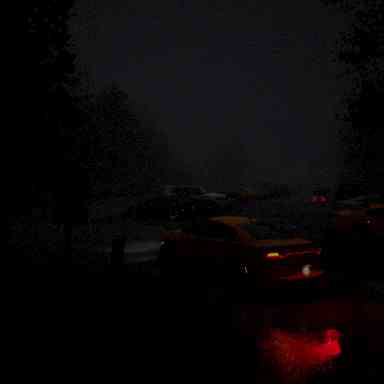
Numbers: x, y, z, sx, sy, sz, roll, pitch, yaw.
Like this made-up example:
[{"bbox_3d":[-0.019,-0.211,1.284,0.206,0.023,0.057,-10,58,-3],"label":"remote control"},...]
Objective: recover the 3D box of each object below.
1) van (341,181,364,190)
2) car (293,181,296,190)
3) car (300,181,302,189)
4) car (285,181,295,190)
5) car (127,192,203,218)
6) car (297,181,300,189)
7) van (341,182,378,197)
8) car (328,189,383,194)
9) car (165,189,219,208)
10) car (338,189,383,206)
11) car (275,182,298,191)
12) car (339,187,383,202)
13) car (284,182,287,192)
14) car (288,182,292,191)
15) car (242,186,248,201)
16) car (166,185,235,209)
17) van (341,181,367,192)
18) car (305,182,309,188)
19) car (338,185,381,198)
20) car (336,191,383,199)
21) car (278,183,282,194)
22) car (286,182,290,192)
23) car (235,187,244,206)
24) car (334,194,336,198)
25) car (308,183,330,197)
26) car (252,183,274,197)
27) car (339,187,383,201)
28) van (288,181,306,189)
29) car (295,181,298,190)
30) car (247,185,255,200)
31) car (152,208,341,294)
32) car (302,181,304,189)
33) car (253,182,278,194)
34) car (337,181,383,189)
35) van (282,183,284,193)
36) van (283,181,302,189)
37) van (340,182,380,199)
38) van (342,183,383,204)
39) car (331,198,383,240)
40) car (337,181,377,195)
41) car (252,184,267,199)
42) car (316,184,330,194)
[{"bbox_3d":[36.116,-1.448,74.936,4.442,1.987,1.878,1,2,24],"label":"van"},{"bbox_3d":[17.270,-0.860,65.161,4.892,1.521,2.231,1,2,24],"label":"car"},{"bbox_3d":[21.779,-1.368,75.297,4.553,1.767,2.185,1,2,24],"label":"car"},{"bbox_3d":[15.959,-0.772,62.708,5.366,1.575,1.946,1,2,24],"label":"car"},{"bbox_3d":[-2.068,0.992,22.162,4.792,1.488,2.163,1,3,24],"label":"car"},{"bbox_3d":[19.367,-1.058,70.302,5.366,1.575,1.946,1,2,24],"label":"car"},{"bbox_3d":[23.596,-0.399,47.037,4.442,1.987,1.878,1,2,24],"label":"van"},{"bbox_3d":[13.124,0.807,24.451,5.366,1.575,1.946,1,3,24],"label":"car"},{"bbox_3d":[-0.901,0.844,24.677,5.008,1.535,2.097,1,3,24],"label":"car"},{"bbox_3d":[16.667,0.485,31.961,4.792,1.488,2.163,1,3,24],"label":"car"},{"bbox_3d":[20.644,-1.273,72.766,4.553,1.767,2.185,1,2,24],"label":"car"},{"bbox_3d":[19.037,0.251,37.101,4.792,1.488,2.163,1,3,24],"label":"car"},{"bbox_3d":[12.694,-0.451,55.051,4.792,1.488,2.163,1,2,24],"label":"car"},{"bbox_3d":[14.966,-0.642,60.114,4.792,1.488,2.163,1,2,24],"label":"car"},{"bbox_3d":[2.508,0.487,32.268,4.892,1.521,2.231,1,3,24],"label":"car"},{"bbox_3d":[0.255,0.474,27.186,5.566,2.045,2.435,1,3,24],"label":"car"},{"bbox_3d":[31.582,-1.068,64.832,4.442,1.987,1.878,1,2,24],"label":"van"},{"bbox_3d":[26.378,-1.874,85.394,5.566,2.045,2.435,1,2,24],"label":"car"},{"bbox_3d":[22.361,-0.080,44.565,5.008,1.535,2.097,1,2,24],"label":"car"},{"bbox_3d":[9.972,1.040,16.895,4.553,1.767,2.185,1,3,24],"label":"car"},{"bbox_3d":[10.475,-0.260,49.964,4.792,1.488,2.163,1,2,24],"label":"car"},{"bbox_3d":[13.830,-0.546,57.582,4.792,1.488,2.163,1,2,24],"label":"car"},{"bbox_3d":[1.535,0.605,29.664,5.366,1.575,1.946,1,3,24],"label":"car"},{"bbox_3d":[11.000,1.081,19.338,4.792,1.488,2.163,1,3,24],"label":"car"},{"bbox_3d":[18.244,-0.180,47.466,2.128,1.511,4.902,1,2,24],"label":"car"},{"bbox_3d":[7.214,0.016,42.313,5.366,1.575,1.946,1,3,24],"label":"car"},{"bbox_3d":[20.117,0.149,39.507,4.792,1.488,2.163,1,2,24],"label":"car"},{"bbox_3d":[28.510,-1.966,90.504,4.442,1.987,1.878,1,1,24],"label":"van"},{"bbox_3d":[18.394,-0.955,67.698,4.892,1.521,2.231,1,2,24],"label":"car"},{"bbox_3d":[3.469,0.360,34.876,5.366,1.575,1.946,1,3,24],"label":"car"},{"bbox_3d":[0.934,1.362,8.580,1.882,1.535,5.008,2,-1,-31],"label":"car"},{"bbox_3d":[22.939,-1.338,77.823,5.008,1.535,2.097,1,2,24],"label":"car"},{"bbox_3d":[9.343,-0.317,47.429,4.553,1.767,2.185,1,3,24],"label":"car"},{"bbox_3d":[15.585,0.325,29.401,5.566,2.045,2.435,1,3,24],"label":"car"},{"bbox_3d":[11.691,-0.609,52.451,4.442,1.987,1.878,1,2,24],"label":"van"},{"bbox_3d":[25.109,-1.755,82.922,4.442,1.987,1.878,1,2,24],"label":"van"},{"bbox_3d":[21.118,-0.209,42.062,4.442,1.987,1.878,1,2,24],"label":"van"},{"bbox_3d":[17.983,0.110,34.528,4.442,1.987,1.878,1,3,24],"label":"van"},{"bbox_3d":[8.805,1.284,14.390,5.008,1.535,2.097,1,3,24],"label":"car"},{"bbox_3d":[25.731,-0.617,52.146,5.566,2.045,2.435,1,2,24],"label":"car"},{"bbox_3d":[5.790,0.119,40.047,5.366,1.575,1.946,1,3,24],"label":"car"},{"bbox_3d":[22.457,-0.547,56.855,1.882,1.535,5.008,1,2,24],"label":"car"}]
